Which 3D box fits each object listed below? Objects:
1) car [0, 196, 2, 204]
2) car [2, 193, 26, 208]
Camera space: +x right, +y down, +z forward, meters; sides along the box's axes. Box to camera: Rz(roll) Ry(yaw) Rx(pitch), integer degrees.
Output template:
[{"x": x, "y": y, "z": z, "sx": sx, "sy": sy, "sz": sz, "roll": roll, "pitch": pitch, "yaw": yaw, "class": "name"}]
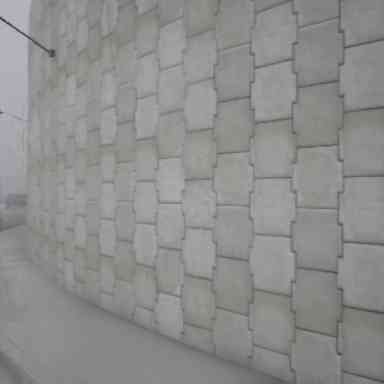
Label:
[{"x": -34.249, "y": 1.469, "z": 60.522, "sx": 1.837, "sy": 1.490, "sz": 4.892, "roll": 1, "pitch": 0, "yaw": -11, "class": "car"}, {"x": -24.298, "y": 1.220, "z": 46.799, "sx": 2.150, "sy": 2.045, "sz": 5.566, "roll": 1, "pitch": 0, "yaw": -12, "class": "car"}]
